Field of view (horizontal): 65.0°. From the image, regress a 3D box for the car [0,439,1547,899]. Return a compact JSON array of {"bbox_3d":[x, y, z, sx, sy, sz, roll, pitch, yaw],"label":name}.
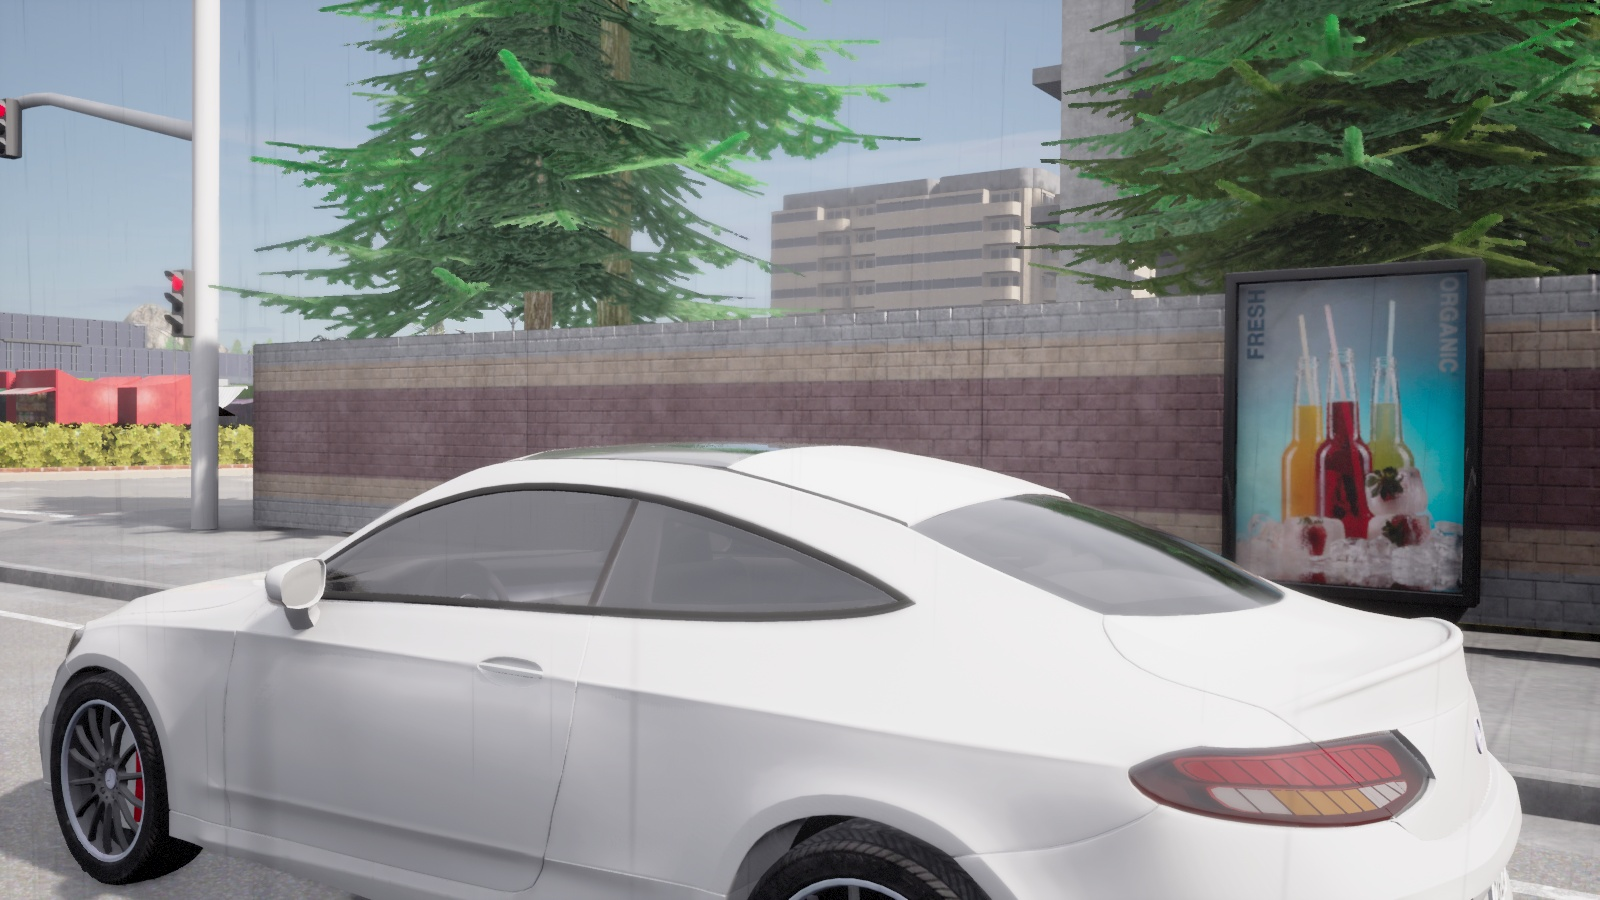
[{"bbox_3d":[-0.437,0.708,3.913,4.674,1.442,1.812,0,1,33],"label":"car"}]
